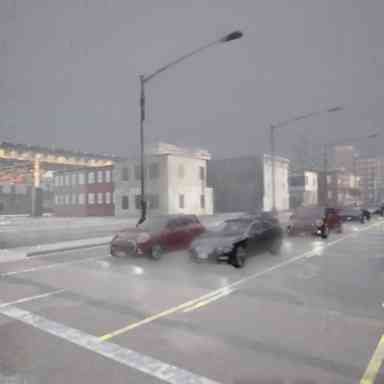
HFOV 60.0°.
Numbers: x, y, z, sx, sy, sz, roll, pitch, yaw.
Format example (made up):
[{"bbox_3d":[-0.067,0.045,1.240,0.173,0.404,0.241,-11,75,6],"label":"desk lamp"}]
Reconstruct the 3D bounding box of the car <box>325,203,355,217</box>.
[{"bbox_3d":[16.634,1.988,37.225,1.895,1.301,4.718,-2,-1,38],"label":"car"}]

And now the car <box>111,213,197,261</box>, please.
[{"bbox_3d":[-1.273,1.766,14.328,2.097,1.767,4.553,-2,-2,38],"label":"car"}]

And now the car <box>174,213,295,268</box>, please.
[{"bbox_3d":[1.840,1.792,12.628,2.128,1.511,4.902,-2,-2,38],"label":"car"}]

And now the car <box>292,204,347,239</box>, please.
[{"bbox_3d":[7.307,1.666,19.639,2.097,1.767,4.553,-2,-1,38],"label":"car"}]

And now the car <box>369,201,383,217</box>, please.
[{"bbox_3d":[19.634,1.765,35.385,2.128,1.511,4.902,-2,-1,38],"label":"car"}]

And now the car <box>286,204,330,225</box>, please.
[{"bbox_3d":[10.258,1.901,29.103,2.128,1.511,4.902,-2,-1,38],"label":"car"}]

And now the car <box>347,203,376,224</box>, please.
[{"bbox_3d":[13.452,1.859,27.506,1.994,1.385,4.181,-2,-1,38],"label":"car"}]
